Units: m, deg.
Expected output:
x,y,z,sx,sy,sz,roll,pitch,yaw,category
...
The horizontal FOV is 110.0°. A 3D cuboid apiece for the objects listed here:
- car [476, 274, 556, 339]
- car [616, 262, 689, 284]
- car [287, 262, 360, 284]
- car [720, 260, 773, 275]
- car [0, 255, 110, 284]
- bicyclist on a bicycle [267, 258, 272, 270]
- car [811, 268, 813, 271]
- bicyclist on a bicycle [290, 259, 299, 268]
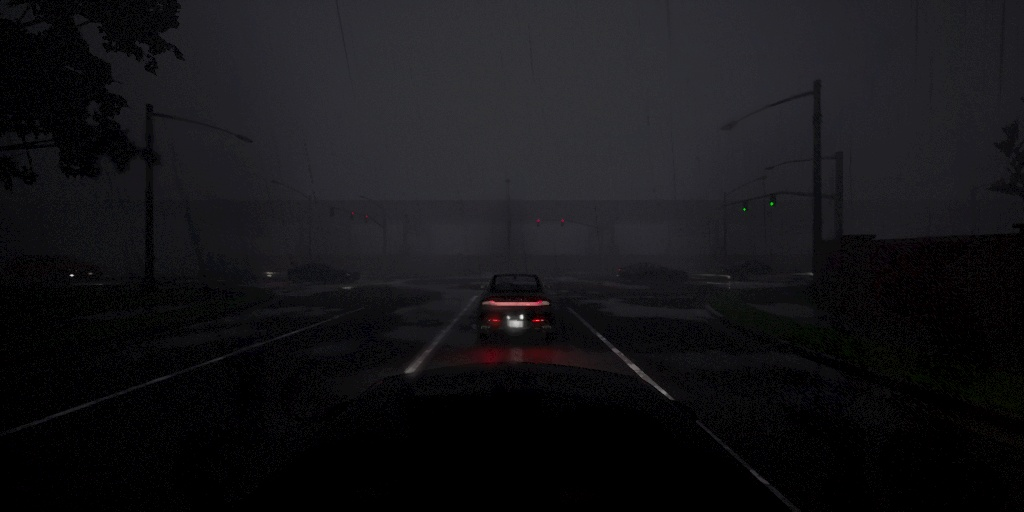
x,y,z,sx,sy,sz,roll,pitch,yaw,category
0.096,1.242,10.074,2.128,1.511,4.902,0,0,0,car
10.005,1.206,25.659,4.902,1.511,2.128,0,0,2,car
-13.724,1.227,26.260,5.008,1.535,1.882,0,0,3,car
23.503,1.139,36.003,4.674,1.442,1.812,-1,0,2,car
-34.284,0.972,26.897,5.566,2.045,2.150,0,0,2,car
-31.596,1.050,46.730,0.582,1.620,1.656,0,0,-33,bicyclist on a bicycle
33.178,1.047,35.737,5.357,1.411,2.033,-1,0,2,car
-27.044,1.202,44.640,0.582,1.620,1.656,0,0,14,bicyclist on a bicycle
